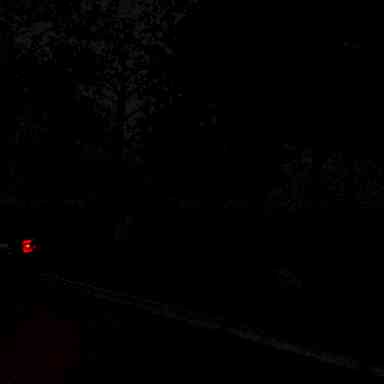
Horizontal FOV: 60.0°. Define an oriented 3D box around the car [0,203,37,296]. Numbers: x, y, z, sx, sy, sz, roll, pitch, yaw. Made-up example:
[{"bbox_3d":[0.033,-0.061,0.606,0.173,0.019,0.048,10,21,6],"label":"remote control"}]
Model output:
[{"bbox_3d":[-5.736,1.231,7.460,5.566,2.045,2.150,0,0,35],"label":"car"}]
